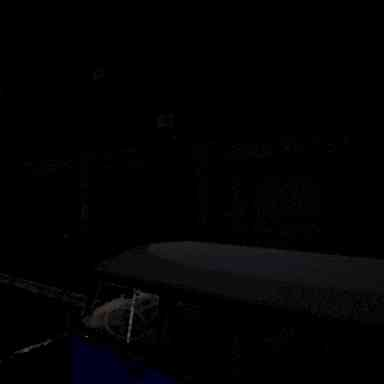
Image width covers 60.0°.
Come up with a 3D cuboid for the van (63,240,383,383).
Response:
[{"bbox_3d":[0.801,1.345,2.286,3.998,1.788,1.690,-1,1,36],"label":"van"}]
